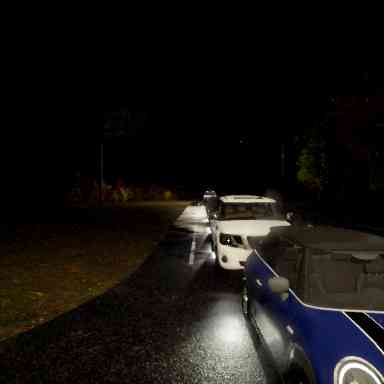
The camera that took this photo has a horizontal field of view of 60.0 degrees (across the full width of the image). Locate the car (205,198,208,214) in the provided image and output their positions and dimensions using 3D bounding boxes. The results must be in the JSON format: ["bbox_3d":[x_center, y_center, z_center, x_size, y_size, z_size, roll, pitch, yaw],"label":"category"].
[{"bbox_3d":[2.062,1.380,23.060,1.837,1.490,4.892,0,0,2],"label":"car"}]

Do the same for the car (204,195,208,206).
[{"bbox_3d":[2.224,1.322,29.313,1.882,1.535,5.008,0,0,2],"label":"car"}]

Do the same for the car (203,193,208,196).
[{"bbox_3d":[2.558,1.274,41.567,2.128,1.511,4.902,0,0,2],"label":"car"}]

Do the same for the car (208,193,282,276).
[{"bbox_3d":[1.745,1.160,10.473,2.150,2.045,5.566,0,0,1],"label":"car"}]

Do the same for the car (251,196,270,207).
[{"bbox_3d":[9.701,1.318,47.436,1.994,1.385,4.181,0,0,1],"label":"car"}]

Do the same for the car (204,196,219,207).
[{"bbox_3d":[2.761,1.314,47.975,1.994,1.385,4.181,0,0,3],"label":"car"}]

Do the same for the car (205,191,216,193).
[{"bbox_3d":[2.964,0.938,54.408,2.150,2.045,5.566,0,0,3],"label":"car"}]

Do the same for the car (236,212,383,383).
[{"bbox_3d":[1.941,1.338,4.126,2.097,1.767,4.553,0,0,0],"label":"car"}]
